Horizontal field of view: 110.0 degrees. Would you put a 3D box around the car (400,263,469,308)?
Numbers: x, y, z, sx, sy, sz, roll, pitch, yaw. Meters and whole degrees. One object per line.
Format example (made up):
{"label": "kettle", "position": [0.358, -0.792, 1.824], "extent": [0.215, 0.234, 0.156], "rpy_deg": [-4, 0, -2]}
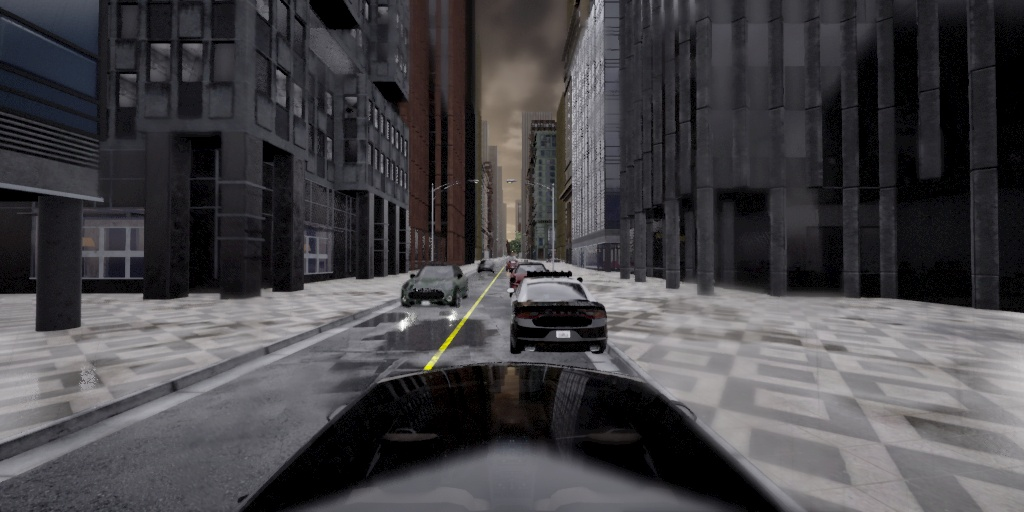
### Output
{"label": "car", "position": [-3.085, 1.102, 15.087], "extent": [2.097, 1.767, 4.553], "rpy_deg": [0, 0, 0]}

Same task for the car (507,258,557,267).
{"label": "car", "position": [0.918, 1.100, 18.772], "extent": [2.097, 1.767, 4.553], "rpy_deg": [0, 0, 0]}

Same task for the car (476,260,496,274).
{"label": "car", "position": [-2.953, 1.246, 41.152], "extent": [1.837, 1.490, 4.892], "rpy_deg": [0, 0, 0]}

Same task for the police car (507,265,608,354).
{"label": "police car", "position": [0.907, 1.177, 8.911], "extent": [1.930, 1.638, 5.238], "rpy_deg": [0, 0, 0]}
